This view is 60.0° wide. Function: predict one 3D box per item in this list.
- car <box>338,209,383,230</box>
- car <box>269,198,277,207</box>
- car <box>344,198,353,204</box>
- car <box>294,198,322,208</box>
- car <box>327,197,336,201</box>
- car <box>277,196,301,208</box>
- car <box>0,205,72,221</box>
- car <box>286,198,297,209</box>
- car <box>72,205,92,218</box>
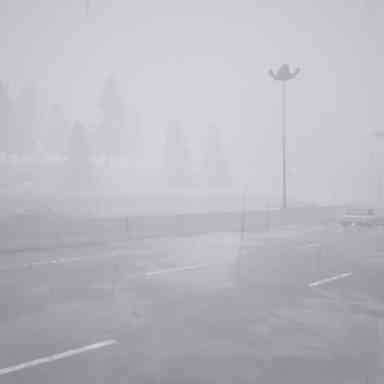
[{"bbox_3d":[11.957,1.796,22.989,4.718,1.301,1.895,0,-1,-45],"label":"car"},{"bbox_3d":[15.729,1.879,60.706,2.097,1.767,4.553,0,-1,34],"label":"car"},{"bbox_3d":[36.415,2.102,77.316,1.837,1.490,4.892,0,-1,24],"label":"car"},{"bbox_3d":[15.176,1.890,42.380,1.812,1.442,4.674,0,-1,40],"label":"car"},{"bbox_3d":[35.620,1.854,84.827,2.097,1.767,4.553,0,-1,20],"label":"car"},{"bbox_3d":[16.895,1.706,56.192,2.150,2.045,5.566,0,-1,35],"label":"car"},{"bbox_3d":[-12.226,1.733,25.548,4.902,1.511,2.128,0,-1,-38],"label":"car"},{"bbox_3d":[15.738,1.967,48.648,2.033,1.411,5.357,0,-1,38],"label":"car"},{"bbox_3d":[-11.428,1.850,30.653,4.181,1.385,1.994,0,-1,-39],"label":"car"}]
